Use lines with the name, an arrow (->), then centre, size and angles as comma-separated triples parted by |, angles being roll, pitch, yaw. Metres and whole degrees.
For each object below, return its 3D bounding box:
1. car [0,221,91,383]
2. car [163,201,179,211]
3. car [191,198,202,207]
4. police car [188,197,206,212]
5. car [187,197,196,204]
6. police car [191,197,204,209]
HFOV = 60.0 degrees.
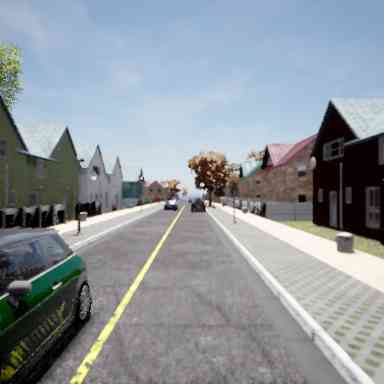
car -> -2.852, 1.359, 4.046 | 2.097, 1.767, 4.553 | 0, 0, 0
car -> -2.853, 1.833, 45.623 | 1.895, 1.301, 4.718 | 0, 0, 0
car -> 0.795, 1.796, 59.347 | 1.801, 1.575, 5.366 | 0, 0, 0
police car -> 0.804, 1.639, 43.267 | 1.930, 1.638, 5.238 | 0, 0, 0
car -> -0.038, 1.918, 76.389 | 2.033, 1.411, 5.357 | 0, -1, 0
police car -> 0.798, 1.718, 53.267 | 1.930, 1.638, 5.238 | 0, 0, 0
